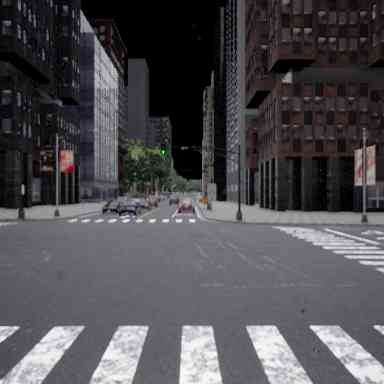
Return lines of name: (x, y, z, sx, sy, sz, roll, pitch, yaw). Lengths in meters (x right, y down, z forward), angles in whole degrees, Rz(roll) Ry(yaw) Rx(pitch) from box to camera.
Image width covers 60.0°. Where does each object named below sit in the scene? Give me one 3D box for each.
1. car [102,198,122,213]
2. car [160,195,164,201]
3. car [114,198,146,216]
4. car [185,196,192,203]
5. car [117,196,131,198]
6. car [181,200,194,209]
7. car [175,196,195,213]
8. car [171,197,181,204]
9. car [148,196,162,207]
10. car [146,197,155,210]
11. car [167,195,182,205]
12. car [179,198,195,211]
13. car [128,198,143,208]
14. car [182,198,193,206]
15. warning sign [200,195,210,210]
car: (-9.144, 1.732, 38.720, 1.947, 1.339, 4.313, 0, 0, 0)
car: (-9.476, 1.805, 87.554, 2.192, 1.841, 5.009, 0, 0, 0)
car: (-6.464, 1.691, 35.202, 2.033, 1.411, 5.357, 0, 0, -1)
car: (-0.950, 1.930, 87.599, 1.967, 1.590, 4.097, 0, 0, 0)
car: (-9.182, 1.515, 44.148, 2.192, 1.841, 5.009, 0, 0, 0)
car: (-0.692, 1.817, 49.625, 1.802, 1.307, 4.206, 0, 0, 0)
car: (-0.619, 1.606, 38.776, 1.967, 1.590, 4.097, 0, 0, 0)
car: (-3.627, 1.946, 75.572, 2.033, 1.411, 5.357, 0, 0, 0)
car: (-6.578, 1.776, 55.349, 1.837, 1.490, 4.892, 0, 0, 0)
car: (-6.529, 1.770, 45.156, 1.994, 1.385, 4.181, 0, 0, -1)
car: (-3.460, 1.843, 65.477, 1.837, 1.490, 4.892, 0, 0, 0)
car: (-0.656, 1.640, 44.201, 1.967, 1.590, 4.097, 0, 0, 0)
car: (-9.253, 1.793, 54.828, 1.752, 1.417, 4.829, 0, 0, 0)
car: (-0.766, 1.849, 60.474, 1.887, 1.381, 4.507, 0, 0, 0)
warning sign: (1.667, 1.305, 42.463, 1.300, 1.860, 1.060, 0, 0, 0)
